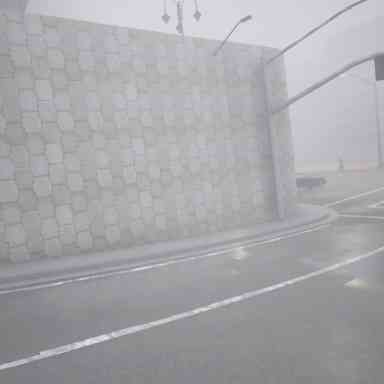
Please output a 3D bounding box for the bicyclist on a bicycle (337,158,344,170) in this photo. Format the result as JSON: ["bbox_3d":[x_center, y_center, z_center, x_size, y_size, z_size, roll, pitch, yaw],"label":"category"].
[{"bbox_3d":[20.058,-3.831,44.891,1.656,1.620,0.582,-11,6,-35],"label":"bicyclist on a bicycle"}]

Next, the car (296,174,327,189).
[{"bbox_3d":[10.011,-1.020,30.967,1.895,1.301,4.718,-11,6,-35],"label":"car"}]
